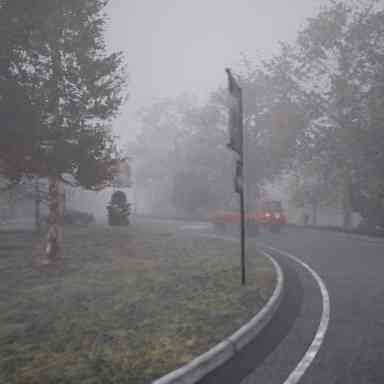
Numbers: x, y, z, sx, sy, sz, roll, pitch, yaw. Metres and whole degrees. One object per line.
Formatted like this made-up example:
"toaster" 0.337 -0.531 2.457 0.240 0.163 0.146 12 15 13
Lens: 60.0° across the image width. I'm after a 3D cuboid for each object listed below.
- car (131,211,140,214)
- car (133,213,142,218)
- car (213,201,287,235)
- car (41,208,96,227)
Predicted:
"car" -14.493 5.510 81.576 2.128 1.511 4.902 -1 -5 -4
"car" -15.211 6.503 92.406 1.895 1.301 4.718 -1 -5 -3
"car" 3.633 1.624 21.919 2.150 2.045 5.566 0 -2 -32
"car" -10.965 2.203 28.849 5.008 1.535 1.882 -1 -1 0
